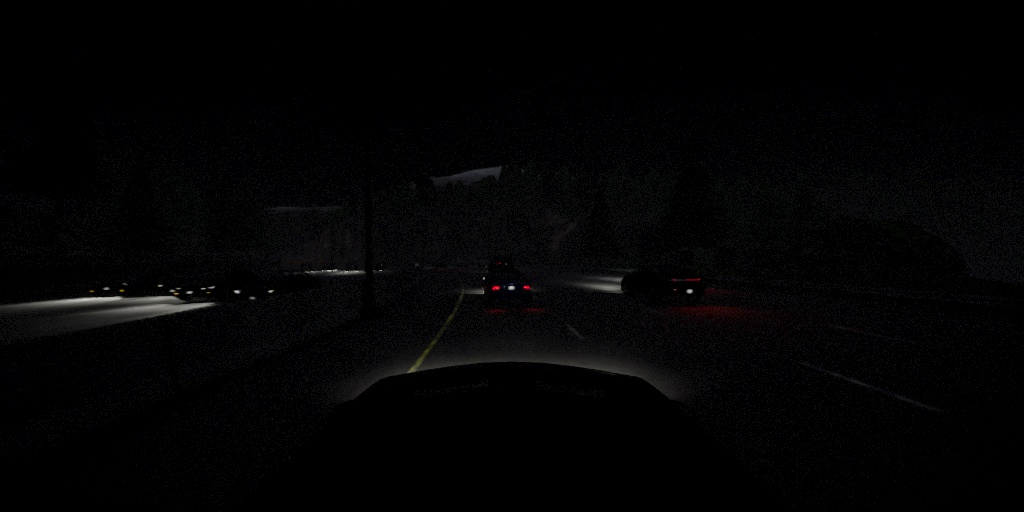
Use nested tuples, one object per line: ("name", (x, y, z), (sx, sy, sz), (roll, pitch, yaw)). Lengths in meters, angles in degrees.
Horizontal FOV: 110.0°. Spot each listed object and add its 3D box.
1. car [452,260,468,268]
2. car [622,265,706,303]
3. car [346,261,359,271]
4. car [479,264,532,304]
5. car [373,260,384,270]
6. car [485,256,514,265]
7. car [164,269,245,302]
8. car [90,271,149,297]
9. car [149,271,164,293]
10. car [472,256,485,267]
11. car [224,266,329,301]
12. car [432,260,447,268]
("car", (-9.309, 1.395, 64.262), (1.812, 1.442, 4.674), (0, 0, -24))
("car", (6.600, 1.153, 16.183), (2.128, 1.511, 4.902), (-1, 0, -5))
("car", (-25.580, 1.577, 57.612), (2.128, 1.511, 4.902), (-1, 0, -23))
("car", (-0.311, 1.301, 16.452), (2.033, 1.411, 5.357), (-1, 0, -7))
("car", (-22.074, 1.391, 58.348), (2.097, 1.767, 4.553), (-1, 0, -22))
("car", (-1.287, 0.986, 41.699), (2.150, 2.045, 5.566), (0, 0, -15))
("car", (-15.165, 1.456, 18.937), (1.837, 1.490, 4.892), (-1, 0, -7))
("car", (-22.588, 1.612, 21.681), (1.994, 1.385, 4.181), (-1, 0, -8))
("car", (-19.132, 1.550, 22.441), (2.033, 1.411, 5.357), (-1, 0, -8))
("car", (-5.441, 1.039, 64.561), (2.150, 2.045, 5.566), (0, 0, -24))
("car", (-11.511, 1.449, 18.125), (2.033, 1.411, 5.357), (-1, 0, -6))
("car", (-12.942, 1.443, 63.872), (1.812, 1.442, 4.674), (0, 0, -24))
